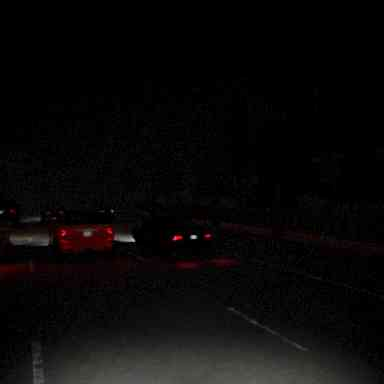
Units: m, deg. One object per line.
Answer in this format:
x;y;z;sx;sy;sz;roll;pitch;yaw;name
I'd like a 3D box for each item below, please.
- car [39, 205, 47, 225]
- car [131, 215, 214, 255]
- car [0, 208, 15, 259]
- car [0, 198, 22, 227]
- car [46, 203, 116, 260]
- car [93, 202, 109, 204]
-11.250;1.779;27.043;2.128;1.511;4.902;0;-1;-26;car
-1.037;1.704;14.250;2.033;1.411;5.357;0;-1;-26;car
-8.070;1.610;12.718;1.882;1.535;5.008;0;0;-26;car
-13.988;1.482;24.667;2.150;2.045;5.566;0;0;-26;car
-4.572;1.496;13.527;2.097;1.767;4.553;0;-1;-26;car
-8.078;1.656;28.527;2.097;1.767;4.553;0;-1;-26;car
